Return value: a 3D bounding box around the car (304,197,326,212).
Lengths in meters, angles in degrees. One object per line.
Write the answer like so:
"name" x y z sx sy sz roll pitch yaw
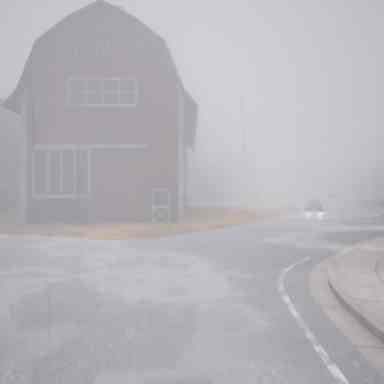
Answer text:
"car" 14.243 1.597 38.770 1.994 1.385 4.181 0 0 23

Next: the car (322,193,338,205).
"car" 25.868 1.226 62.429 2.150 2.045 5.566 0 0 12
